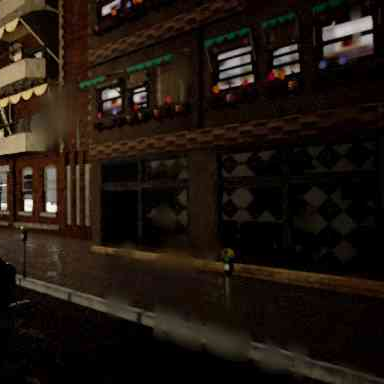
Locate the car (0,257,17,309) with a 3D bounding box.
[{"bbox_3d":[-5.164,1.561,6.580,4.313,1.339,1.947,0,-1,36],"label":"car"}]
